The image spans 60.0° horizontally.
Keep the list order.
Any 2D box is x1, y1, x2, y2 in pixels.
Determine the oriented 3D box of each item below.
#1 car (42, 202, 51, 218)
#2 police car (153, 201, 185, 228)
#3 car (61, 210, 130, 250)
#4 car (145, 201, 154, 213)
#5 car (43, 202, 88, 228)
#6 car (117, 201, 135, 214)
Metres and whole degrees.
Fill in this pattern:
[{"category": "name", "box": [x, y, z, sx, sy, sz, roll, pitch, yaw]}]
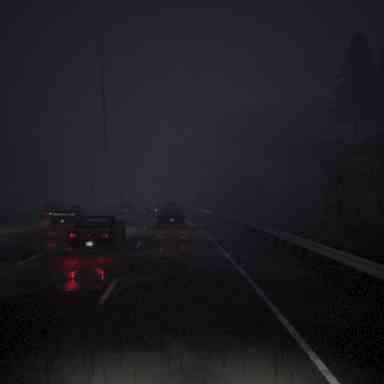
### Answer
[{"category": "car", "box": [-13.770, 1.790, 33.632, 1.837, 1.490, 4.892, 0, 0, -11]}, {"category": "police car", "box": [-1.632, 1.616, 24.106, 1.930, 1.638, 5.238, 0, 0, -7]}, {"category": "car", "box": [-4.148, 1.726, 15.103, 1.895, 1.301, 4.718, 0, 0, -5]}, {"category": "car", "box": [-4.661, 1.856, 41.375, 1.812, 1.442, 4.674, 0, 0, -12]}, {"category": "car", "box": [-8.646, 1.692, 23.836, 2.128, 1.511, 4.902, 0, 0, -7]}, {"category": "car", "box": [-7.752, 1.809, 39.117, 2.128, 1.511, 4.902, 0, 0, -12]}]
